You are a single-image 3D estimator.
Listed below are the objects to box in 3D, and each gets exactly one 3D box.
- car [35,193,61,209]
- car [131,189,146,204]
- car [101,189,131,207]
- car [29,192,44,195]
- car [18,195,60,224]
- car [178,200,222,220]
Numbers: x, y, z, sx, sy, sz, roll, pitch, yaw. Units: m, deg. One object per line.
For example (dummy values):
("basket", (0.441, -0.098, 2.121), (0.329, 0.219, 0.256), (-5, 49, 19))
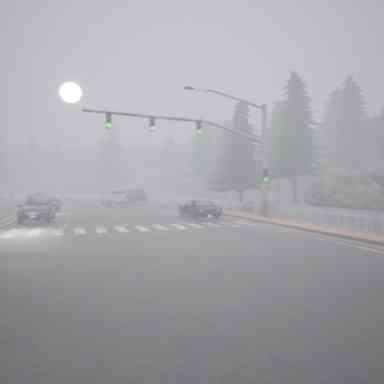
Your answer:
("car", (-13.770, 1.117, 32.331), (2.033, 1.411, 5.357), (-1, 1, -21))
("car", (-8.071, 0.584, 45.003), (2.150, 2.045, 5.566), (0, 1, -32))
("car", (-9.590, 0.652, 40.689), (2.150, 2.045, 5.566), (0, 1, -27))
("car", (-19.797, 0.797, 43.002), (2.097, 1.767, 4.553), (-1, 1, -43))
("car", (-10.300, 1.189, 22.252), (2.128, 1.511, 4.902), (-1, 1, -18))
("car", (0.431, 1.226, 23.848), (1.895, 1.301, 4.718), (-1, 1, -18))
